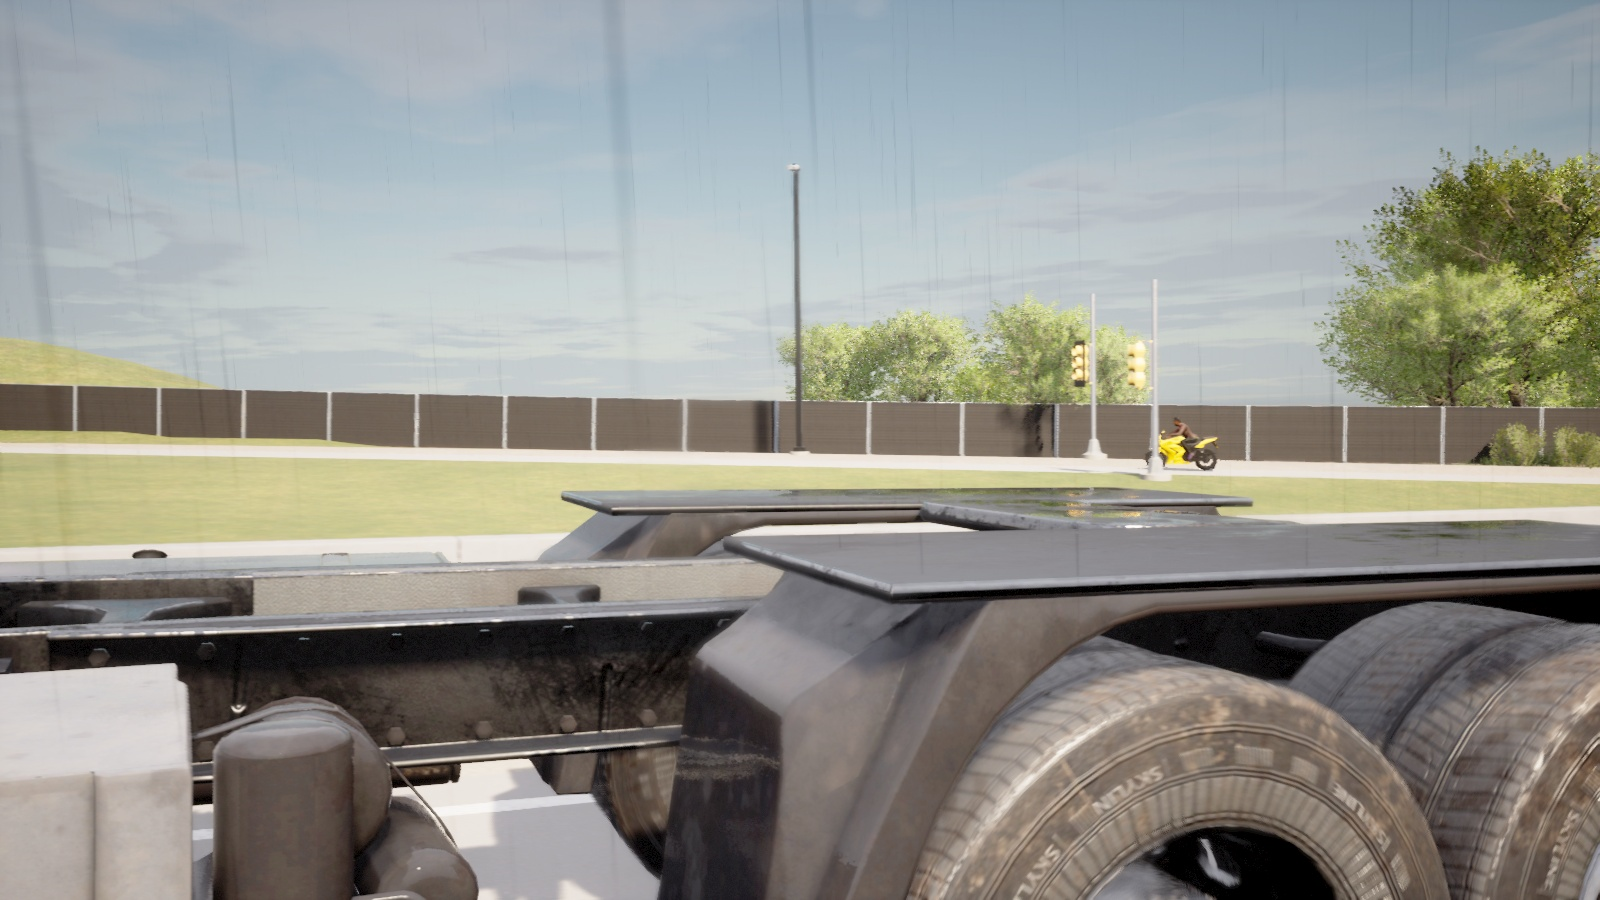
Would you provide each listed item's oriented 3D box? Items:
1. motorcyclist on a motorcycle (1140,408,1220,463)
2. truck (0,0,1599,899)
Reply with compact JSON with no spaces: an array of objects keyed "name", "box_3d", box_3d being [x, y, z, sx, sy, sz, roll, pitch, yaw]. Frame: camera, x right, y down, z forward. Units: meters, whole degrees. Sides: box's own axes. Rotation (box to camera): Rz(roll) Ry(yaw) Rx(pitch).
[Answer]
[{"name":"motorcyclist on a motorcycle","box_3d":[10.647,-0.406,35.213,2.044,1.523,0.797,0,2,6]},{"name":"truck","box_3d":[-1.256,-0.215,2.750,7.936,3.462,2.891,-1,1,-21]}]
